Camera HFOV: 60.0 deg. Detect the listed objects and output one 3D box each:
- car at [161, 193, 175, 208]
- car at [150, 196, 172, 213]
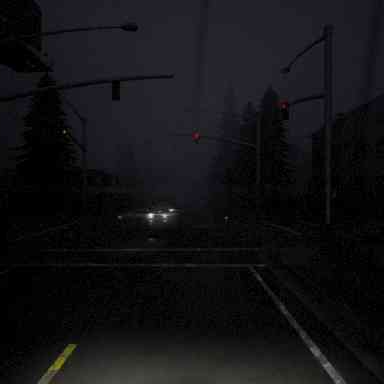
[{"bbox_3d":[-3.589,1.221,47.894,2.150,2.045,5.566,0,0,1],"label":"car"},{"bbox_3d":[-3.600,1.505,37.429,1.837,1.490,4.892,0,0,0],"label":"car"}]
